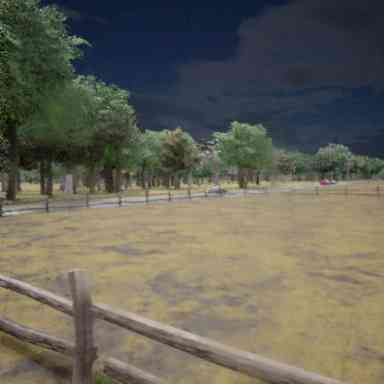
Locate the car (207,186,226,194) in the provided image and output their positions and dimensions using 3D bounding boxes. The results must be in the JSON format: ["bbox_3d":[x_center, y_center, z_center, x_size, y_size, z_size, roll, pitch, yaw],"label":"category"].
[{"bbox_3d":[4.531,-0.370,60.440,1.812,1.442,4.674,1,2,36],"label":"car"}]
